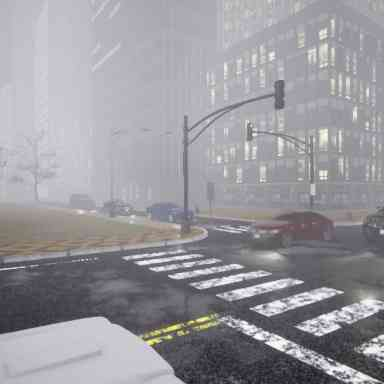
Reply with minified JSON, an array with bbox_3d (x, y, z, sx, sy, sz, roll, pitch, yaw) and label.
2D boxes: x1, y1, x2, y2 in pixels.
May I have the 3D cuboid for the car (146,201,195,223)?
[{"bbox_3d":[-1.756,1.484,25.815,1.882,1.535,5.008,0,0,-36],"label":"car"}]

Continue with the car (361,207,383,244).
[{"bbox_3d":[9.756,1.228,14.642,5.566,2.045,2.150,0,0,-36],"label":"car"}]

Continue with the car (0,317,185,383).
[{"bbox_3d":[-2.245,1.601,1.841,4.718,1.301,1.895,0,0,-36],"label":"car"}]

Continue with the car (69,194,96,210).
[{"bbox_3d":[-14.506,1.229,43.893,2.150,2.045,5.566,0,0,-35],"label":"car"}]

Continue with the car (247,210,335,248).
[{"bbox_3d":[4.540,1.532,14.912,4.674,1.442,1.812,0,0,-36],"label":"car"}]

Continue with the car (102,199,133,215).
[{"bbox_3d":[-7.733,1.497,34.275,2.128,1.511,4.902,0,0,-35],"label":"car"}]
